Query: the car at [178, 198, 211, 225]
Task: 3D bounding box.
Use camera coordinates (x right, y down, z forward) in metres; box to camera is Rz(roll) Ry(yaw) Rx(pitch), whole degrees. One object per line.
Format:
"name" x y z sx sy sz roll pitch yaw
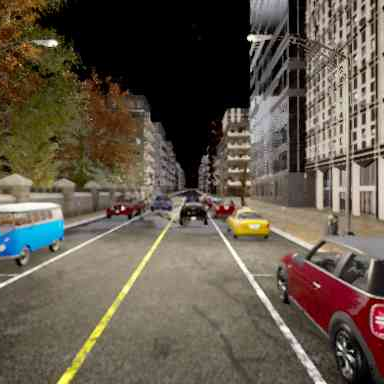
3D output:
"car" 0.101 1.394 23.190 1.837 1.490 4.892 0 1 0

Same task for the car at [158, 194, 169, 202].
"car" -5.678 1.158 66.969 1.752 1.417 4.829 1 0 0

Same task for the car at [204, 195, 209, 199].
"car" 2.700 1.346 39.037 1.887 1.381 4.507 1 0 0

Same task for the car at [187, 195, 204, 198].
"car" 0.101 1.139 41.361 2.097 1.767 4.553 0 0 0

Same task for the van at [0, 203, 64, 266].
"van" -5.679 1.289 11.000 1.690 1.788 3.998 1 0 0

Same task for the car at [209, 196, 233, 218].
"car" 2.701 1.304 27.801 1.967 1.590 4.097 1 0 0

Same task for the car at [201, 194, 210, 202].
"car" 2.702 1.156 67.292 1.752 1.417 4.829 1 0 0

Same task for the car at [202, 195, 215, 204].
"car" 2.701 1.246 55.889 1.887 1.381 4.507 1 0 0

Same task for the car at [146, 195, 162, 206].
"car" -5.679 1.261 50.128 1.752 1.417 4.829 1 0 0

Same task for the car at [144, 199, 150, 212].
"car" -5.680 1.378 33.457 1.887 1.381 4.507 1 0 0

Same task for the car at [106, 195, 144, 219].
"car" -5.678 1.179 27.842 2.192 1.841 5.009 1 0 0

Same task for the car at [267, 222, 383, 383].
"car" 2.700 1.414 5.331 1.967 1.590 4.097 1 0 0

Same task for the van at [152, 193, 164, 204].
"van" -5.677 1.042 55.911 1.690 1.788 3.998 1 0 0

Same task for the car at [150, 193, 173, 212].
"car" -3.094 1.177 34.960 2.097 1.767 4.553 0 0 0

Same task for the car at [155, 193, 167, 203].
"car" -5.678 1.107 61.524 1.967 1.590 4.097 1 0 0

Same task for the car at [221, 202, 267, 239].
"car" 2.700 1.445 16.737 1.752 1.417 4.829 1 0 0
